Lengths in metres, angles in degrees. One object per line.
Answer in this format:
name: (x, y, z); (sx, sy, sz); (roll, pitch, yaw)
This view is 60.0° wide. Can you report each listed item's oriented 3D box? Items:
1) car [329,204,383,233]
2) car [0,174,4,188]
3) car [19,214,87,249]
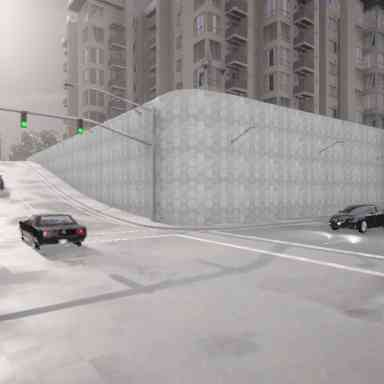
car: (10.106, 1.505, 19.803); (4.892, 1.490, 1.837); (0, 0, -36)
car: (-21.213, -1.338, 35.409); (1.837, 1.490, 4.892); (0, 12, -36)
car: (-6.262, 1.599, 14.601); (1.895, 1.301, 4.718); (0, 0, -36)
